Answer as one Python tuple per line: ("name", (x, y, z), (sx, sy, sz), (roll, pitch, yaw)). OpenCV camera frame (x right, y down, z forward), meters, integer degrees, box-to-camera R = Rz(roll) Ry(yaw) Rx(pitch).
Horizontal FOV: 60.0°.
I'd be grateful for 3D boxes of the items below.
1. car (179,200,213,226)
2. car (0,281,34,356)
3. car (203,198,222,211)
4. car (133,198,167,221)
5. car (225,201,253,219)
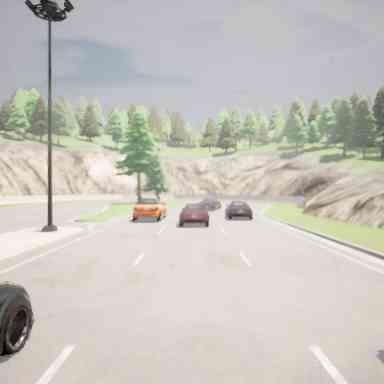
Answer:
("car", (0.171, 1.482, 22.764), (1.994, 1.385, 4.181), (0, 0, 1))
("car", (-3.398, 1.552, 3.383), (1.994, 1.385, 4.181), (0, 0, 0))
("car", (2.138, 1.411, 38.430), (2.033, 1.411, 5.357), (0, 0, 16))
("car", (-3.213, 1.259, 26.071), (2.097, 1.767, 4.553), (0, 0, 2))
("car", (3.849, 1.465, 27.672), (1.994, 1.385, 4.181), (0, 0, 3))
